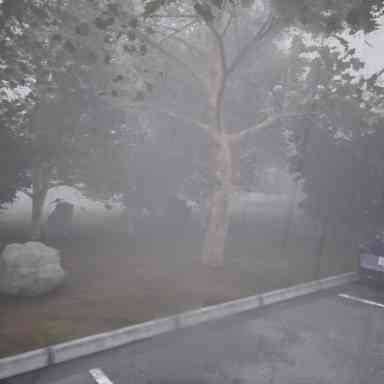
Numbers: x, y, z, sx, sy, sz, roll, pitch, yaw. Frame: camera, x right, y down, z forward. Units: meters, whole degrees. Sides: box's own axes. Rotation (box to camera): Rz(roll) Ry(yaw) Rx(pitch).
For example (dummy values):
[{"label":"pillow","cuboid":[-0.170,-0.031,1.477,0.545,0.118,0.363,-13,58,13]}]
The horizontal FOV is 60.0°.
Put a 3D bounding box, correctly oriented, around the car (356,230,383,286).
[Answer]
[{"label":"car","cuboid":[6.130,1.577,8.407,4.792,1.488,2.163,1,1,-33]}]
